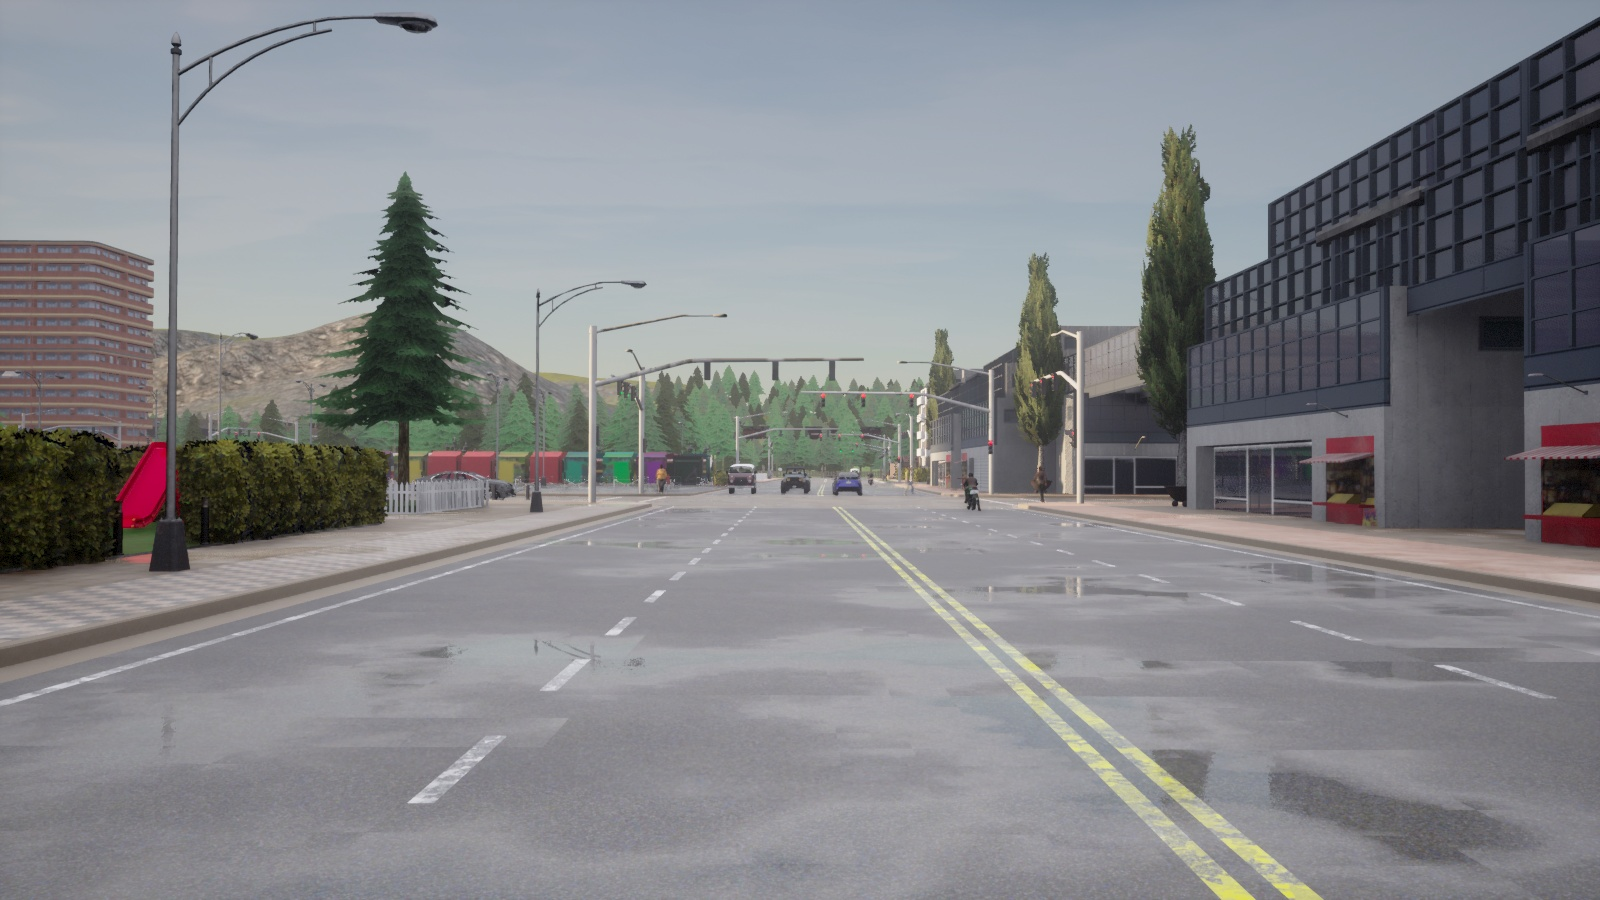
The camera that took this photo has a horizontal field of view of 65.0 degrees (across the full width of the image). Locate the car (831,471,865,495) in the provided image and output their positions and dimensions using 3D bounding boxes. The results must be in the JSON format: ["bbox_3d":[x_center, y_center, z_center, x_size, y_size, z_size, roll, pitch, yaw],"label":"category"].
[{"bbox_3d":[3.102,2.120,81.867,2.007,1.525,4.514,0,-1,0],"label":"car"}]

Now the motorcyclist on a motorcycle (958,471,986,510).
[{"bbox_3d":[6.870,1.612,50.285,0.797,1.523,2.044,0,-1,0],"label":"motorcyclist on a motorcycle"}]

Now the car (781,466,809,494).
[{"bbox_3d":[-0.334,2.079,87.593,1.905,1.878,3.866,0,-1,1],"label":"car"}]

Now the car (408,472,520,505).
[{"bbox_3d":[-16.275,1.858,61.007,4.902,1.511,2.128,0,-1,0],"label":"car"}]

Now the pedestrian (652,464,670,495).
[{"bbox_3d":[-8.492,1.793,76.780,0.874,1.855,0.900,0,-1,6],"label":"pedestrian"}]

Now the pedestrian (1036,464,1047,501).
[{"bbox_3d":[11.859,1.589,61.745,0.328,1.805,0.869,0,-1,-2],"label":"pedestrian"}]

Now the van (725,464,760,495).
[{"bbox_3d":[-3.870,1.979,85.083,2.069,2.038,4.480,0,-1,1],"label":"van"}]
